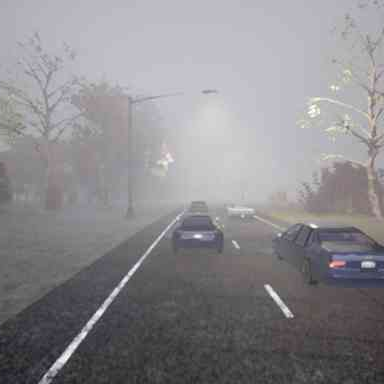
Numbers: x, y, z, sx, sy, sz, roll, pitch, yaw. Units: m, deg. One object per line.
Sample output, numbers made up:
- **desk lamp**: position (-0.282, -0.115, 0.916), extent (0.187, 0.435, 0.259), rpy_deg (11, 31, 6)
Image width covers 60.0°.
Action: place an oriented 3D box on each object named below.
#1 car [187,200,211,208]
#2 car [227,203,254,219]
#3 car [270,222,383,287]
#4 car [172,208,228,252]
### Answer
- **car**: position (0.646, 1.507, 30.305), extent (1.837, 1.490, 4.892), rpy_deg (0, 0, 2)
- **car**: position (4.089, 1.603, 28.624), extent (1.895, 1.301, 4.718), rpy_deg (0, 0, 2)
- **car**: position (3.667, 1.549, 9.382), extent (2.033, 1.411, 5.357), rpy_deg (0, 0, 1)
- **car**: position (0.236, 1.565, 13.996), extent (1.994, 1.385, 4.181), rpy_deg (0, 0, 1)
